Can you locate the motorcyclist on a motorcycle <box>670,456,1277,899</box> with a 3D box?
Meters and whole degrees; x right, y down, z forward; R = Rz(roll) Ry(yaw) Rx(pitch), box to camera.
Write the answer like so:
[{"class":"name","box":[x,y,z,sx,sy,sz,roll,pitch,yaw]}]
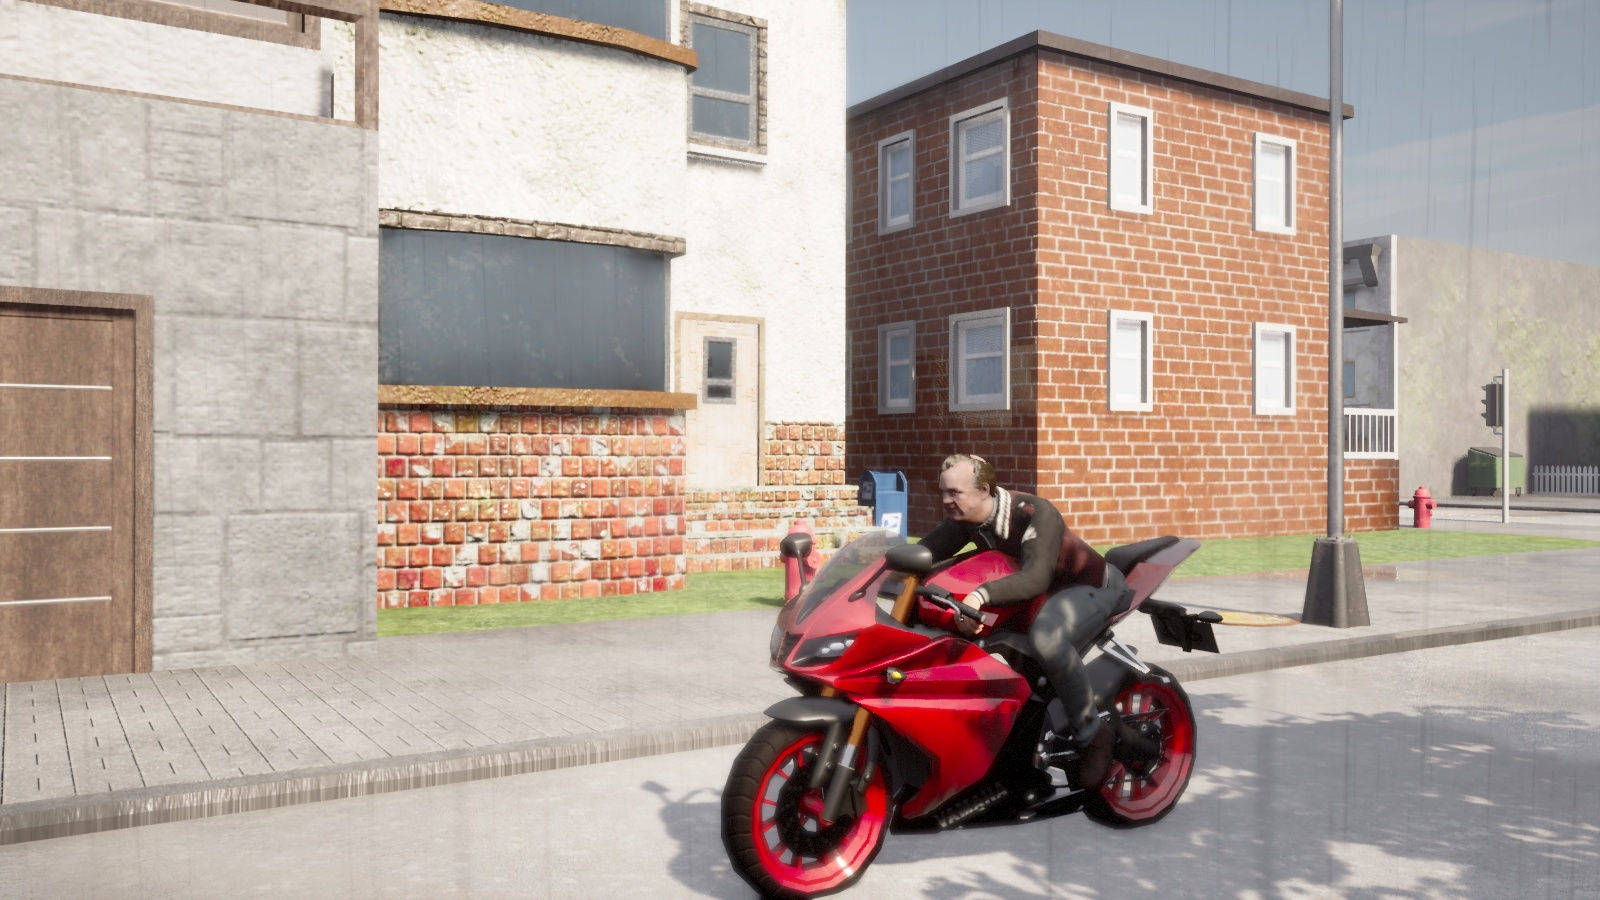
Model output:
[{"class":"motorcyclist on a motorcycle","box":[0.696,0.790,4.678,2.191,1.530,0.866,0,0,-32]}]
